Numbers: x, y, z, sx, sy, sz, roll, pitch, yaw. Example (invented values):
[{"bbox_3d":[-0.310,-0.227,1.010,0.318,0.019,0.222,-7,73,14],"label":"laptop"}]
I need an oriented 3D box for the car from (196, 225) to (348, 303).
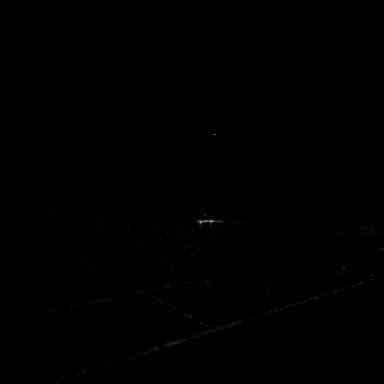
[{"bbox_3d":[2.110,1.525,8.153,4.313,1.339,1.947,0,0,-36],"label":"car"}]

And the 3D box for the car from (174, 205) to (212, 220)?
[{"bbox_3d":[0.039,1.950,31.927,1.994,1.385,4.181,0,-1,-35],"label":"car"}]
